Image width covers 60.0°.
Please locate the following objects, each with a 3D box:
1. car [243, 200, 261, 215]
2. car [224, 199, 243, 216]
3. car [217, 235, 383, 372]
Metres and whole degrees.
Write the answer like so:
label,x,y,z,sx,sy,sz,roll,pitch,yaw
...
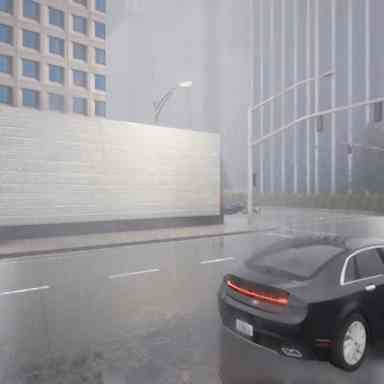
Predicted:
label,x,y,z,sx,sy,sz,roll,pitch,yaw
car,5.160,1.545,35.407,2.128,1.511,4.902,0,0,-36
car,2.256,1.601,33.450,2.033,1.411,5.357,0,0,-36
car,2.658,1.504,5.696,4.892,1.490,1.837,0,0,-35
